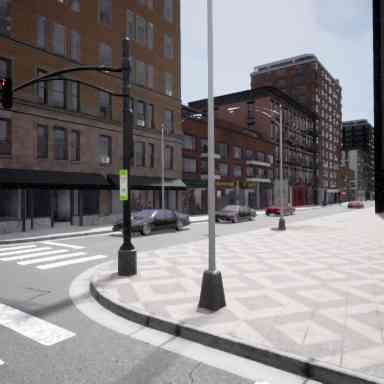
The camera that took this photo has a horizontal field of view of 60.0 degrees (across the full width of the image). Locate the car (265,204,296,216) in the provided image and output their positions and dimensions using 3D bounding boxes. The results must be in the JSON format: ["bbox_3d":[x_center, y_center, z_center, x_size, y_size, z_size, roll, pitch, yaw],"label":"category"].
[{"bbox_3d":[9.705,1.929,36.494,1.895,1.301,4.718,-1,-1,36],"label":"car"}]

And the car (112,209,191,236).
[{"bbox_3d":[-2.218,1.708,19.961,2.033,1.411,5.357,-1,-1,36],"label":"car"}]

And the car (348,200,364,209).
[{"bbox_3d":[27.415,2.060,55.628,1.994,1.385,4.181,-1,-1,36],"label":"car"}]

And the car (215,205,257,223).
[{"bbox_3d":[3.690,1.792,28.167,2.033,1.411,5.357,-1,-1,35],"label":"car"}]
